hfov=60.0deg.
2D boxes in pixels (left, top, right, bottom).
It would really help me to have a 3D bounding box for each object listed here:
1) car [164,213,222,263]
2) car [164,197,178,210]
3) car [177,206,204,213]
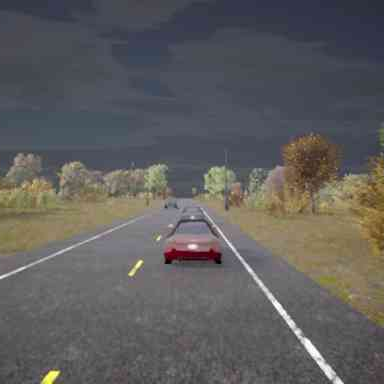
[{"bbox_3d":[0.050,1.715,12.533,1.994,1.385,4.181,0,-1,1],"label":"car"},{"bbox_3d":[-3.546,1.912,56.654,2.150,2.045,5.566,0,-1,1],"label":"car"},{"bbox_3d":[0.053,1.891,27.289,1.994,1.385,4.181,0,-1,0],"label":"car"}]
